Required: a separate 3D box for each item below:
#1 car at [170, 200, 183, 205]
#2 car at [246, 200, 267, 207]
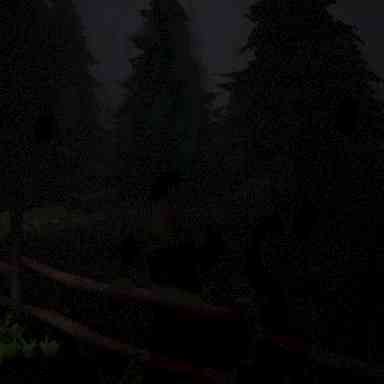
[{"bbox_3d":[-2.726,1.591,37.117,4.181,1.385,1.994,0,0,-13],"label":"car"},{"bbox_3d":[7.656,1.591,35.480,4.181,1.385,1.994,0,0,-6],"label":"car"}]
